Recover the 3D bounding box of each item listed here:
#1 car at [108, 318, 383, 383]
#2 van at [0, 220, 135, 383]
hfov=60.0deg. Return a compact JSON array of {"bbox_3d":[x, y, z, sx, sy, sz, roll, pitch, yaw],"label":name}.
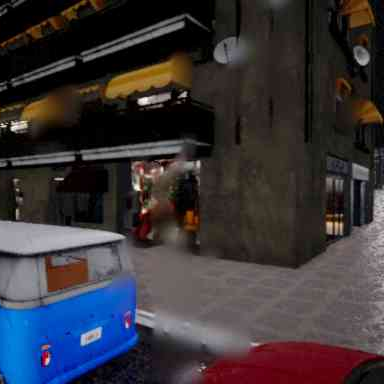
[{"bbox_3d":[1.882,1.543,1.524,4.507,1.381,1.887,0,0,36],"label":"car"},{"bbox_3d":[-2.615,1.352,4.732,3.998,1.788,1.690,0,0,36],"label":"van"}]
